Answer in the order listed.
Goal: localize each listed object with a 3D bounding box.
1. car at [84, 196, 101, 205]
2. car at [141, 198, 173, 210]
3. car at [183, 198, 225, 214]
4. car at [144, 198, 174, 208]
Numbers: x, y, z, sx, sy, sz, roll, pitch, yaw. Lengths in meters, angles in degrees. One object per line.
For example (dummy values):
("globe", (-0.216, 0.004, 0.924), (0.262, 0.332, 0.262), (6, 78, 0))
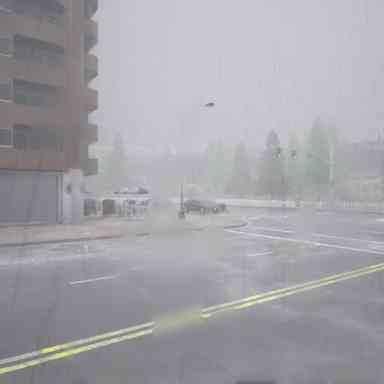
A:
("car", (-17.462, 1.436, 52.396), (4.902, 1.511, 2.128), (0, 0, 20))
("car", (-4.514, 1.545, 41.841), (1.895, 1.301, 4.718), (0, 0, -37))
("car", (0.867, 1.449, 34.312), (1.837, 1.490, 4.892), (0, 0, -35))
("car", (-4.827, 1.546, 47.747), (1.895, 1.301, 4.718), (0, 0, -42))
